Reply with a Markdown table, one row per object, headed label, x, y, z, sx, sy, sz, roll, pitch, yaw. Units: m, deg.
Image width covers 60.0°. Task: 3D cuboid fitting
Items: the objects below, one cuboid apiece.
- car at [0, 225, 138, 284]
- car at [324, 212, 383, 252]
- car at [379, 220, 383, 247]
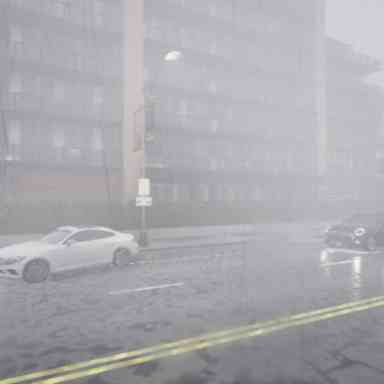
| label | x | y | z | sx | sy | sz | roll | pitch | yaw |
| --- | --- | --- | --- | --- | --- | --- | --- | --- | --- |
| car | -3.870 | 1.830 | 10.833 | 1.812 | 1.442 | 4.674 | -1 | -2 | 41 |
| car | 8.463 | 1.761 | 15.879 | 4.553 | 1.767 | 2.097 | 1 | -2 | -29 |
| car | 9.896 | 1.863 | 12.708 | 5.357 | 1.411 | 2.033 | 1 | -2 | -28 |
